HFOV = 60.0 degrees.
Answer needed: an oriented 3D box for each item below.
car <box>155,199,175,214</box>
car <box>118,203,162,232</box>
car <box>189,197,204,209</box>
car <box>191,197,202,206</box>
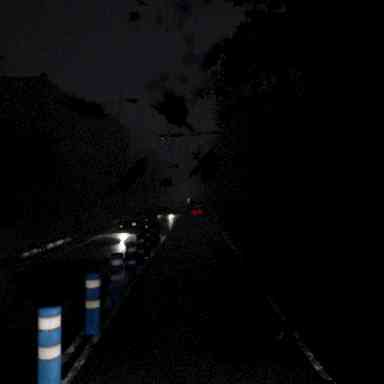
[{"bbox_3d":[-2.949,1.507,36.326,1.882,1.535,5.008,0,0,1],"label":"car"},{"bbox_3d":[-3.206,1.597,20.446,1.994,1.385,4.181,0,0,1],"label":"car"},{"bbox_3d":[0.646,1.527,45.112,1.837,1.490,4.892,0,0,1],"label":"car"},{"bbox_3d":[0.745,1.596,57.678,1.895,1.301,4.718,0,0,1],"label":"car"}]
